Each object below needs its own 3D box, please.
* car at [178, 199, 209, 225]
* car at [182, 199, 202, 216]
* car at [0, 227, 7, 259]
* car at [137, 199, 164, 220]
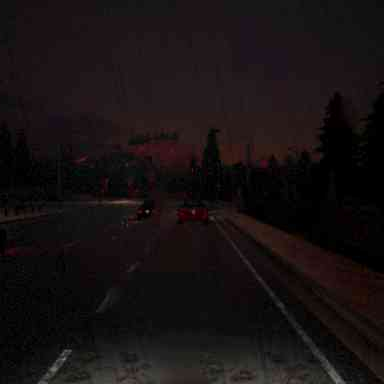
[{"bbox_3d":[0.101,1.343,24.176,2.097,1.767,4.553,0,0,0],"label":"car"},{"bbox_3d":[0.067,1.513,32.989,1.812,1.442,4.674,0,0,2],"label":"car"},{"bbox_3d":[-7.080,1.503,9.140,1.837,1.490,4.892,0,0,0],"label":"car"},{"bbox_3d":[-3.400,1.536,27.788,2.033,1.411,5.357,0,0,0],"label":"car"}]
